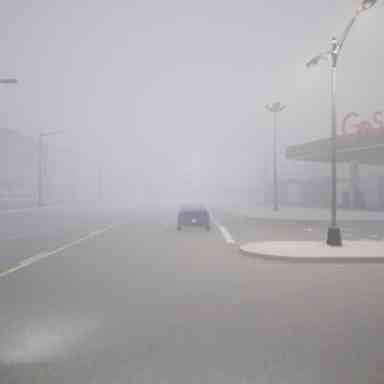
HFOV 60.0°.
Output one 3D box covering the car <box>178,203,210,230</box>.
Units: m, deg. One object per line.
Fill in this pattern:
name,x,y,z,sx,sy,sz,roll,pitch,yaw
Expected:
car,0.099,1.458,21.088,1.882,1.535,5.008,0,0,0
